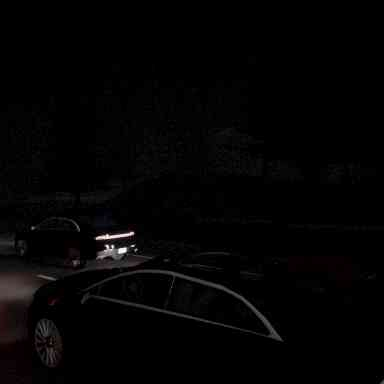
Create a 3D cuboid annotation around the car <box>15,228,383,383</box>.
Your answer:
[{"bbox_3d":[-0.078,1.490,4.040,4.902,1.511,2.128,0,0,35],"label":"car"}]

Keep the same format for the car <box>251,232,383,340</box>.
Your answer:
[{"bbox_3d":[3.597,1.601,5.725,4.718,1.301,1.895,0,0,36],"label":"car"}]

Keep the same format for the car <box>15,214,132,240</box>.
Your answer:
[{"bbox_3d":[-3.989,1.477,11.036,4.902,1.511,2.128,0,0,35],"label":"car"}]
